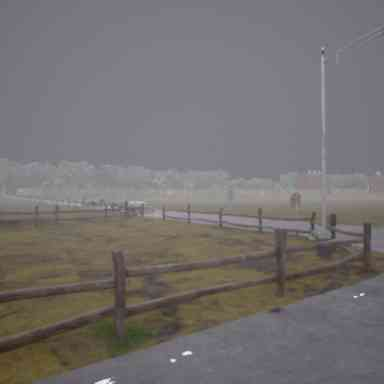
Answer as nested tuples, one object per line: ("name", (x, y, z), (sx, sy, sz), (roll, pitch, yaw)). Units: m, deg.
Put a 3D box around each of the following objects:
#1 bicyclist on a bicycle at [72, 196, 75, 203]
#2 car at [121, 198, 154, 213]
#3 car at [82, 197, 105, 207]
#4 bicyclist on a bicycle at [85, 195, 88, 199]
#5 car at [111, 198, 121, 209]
("bicyclist on a bicycle", (-25.881, 1.530, 72.358), (0.866, 1.612, 1.509), (-1, 1, -35))
("car", (-6.061, 1.703, 38.106), (1.812, 1.442, 4.674), (-1, 1, -35))
("car", (-15.798, 1.664, 52.036), (1.994, 1.385, 4.181), (-1, 1, -35))
("bicyclist on a bicycle", (-20.681, 1.471, 65.009), (0.659, 1.776, 1.843), (-2, 1, -35))
("car", (-10.397, 1.628, 49.238), (2.128, 1.511, 4.902), (-1, 1, -35))
